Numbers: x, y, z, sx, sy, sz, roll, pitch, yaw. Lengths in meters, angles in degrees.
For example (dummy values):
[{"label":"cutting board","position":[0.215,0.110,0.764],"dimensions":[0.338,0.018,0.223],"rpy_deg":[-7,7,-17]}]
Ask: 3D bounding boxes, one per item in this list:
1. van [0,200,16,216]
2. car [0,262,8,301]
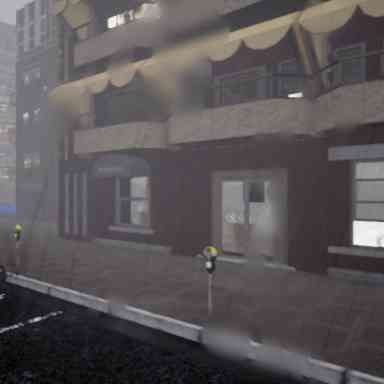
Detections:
[{"label":"van","position":[-19.683,1.696,34.404],"dimensions":[1.690,1.788,3.998],"rpy_deg":[-1,-2,35]},{"label":"car","position":[-5.417,1.548,6.738],"dimensions":[4.403,1.369,2.008],"rpy_deg":[0,0,35]}]
